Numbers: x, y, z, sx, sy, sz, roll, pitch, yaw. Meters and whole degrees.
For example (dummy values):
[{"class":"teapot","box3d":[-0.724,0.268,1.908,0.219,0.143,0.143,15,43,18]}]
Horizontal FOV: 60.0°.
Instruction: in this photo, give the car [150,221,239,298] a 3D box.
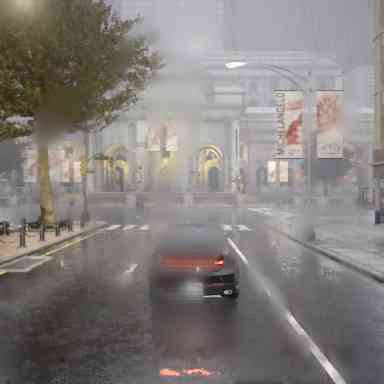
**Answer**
[{"class":"car","box3d":[0.062,1.505,8.476,1.837,1.490,4.892,0,0,0]}]
